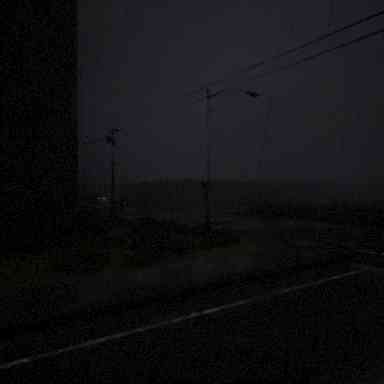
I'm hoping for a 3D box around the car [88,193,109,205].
[{"bbox_3d":[-15.849,1.182,56.357,2.150,2.045,5.566,0,0,-35],"label":"car"}]

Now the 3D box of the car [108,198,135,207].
[{"bbox_3d":[-9.956,1.562,47.912,1.895,1.301,4.718,0,0,-34],"label":"car"}]
